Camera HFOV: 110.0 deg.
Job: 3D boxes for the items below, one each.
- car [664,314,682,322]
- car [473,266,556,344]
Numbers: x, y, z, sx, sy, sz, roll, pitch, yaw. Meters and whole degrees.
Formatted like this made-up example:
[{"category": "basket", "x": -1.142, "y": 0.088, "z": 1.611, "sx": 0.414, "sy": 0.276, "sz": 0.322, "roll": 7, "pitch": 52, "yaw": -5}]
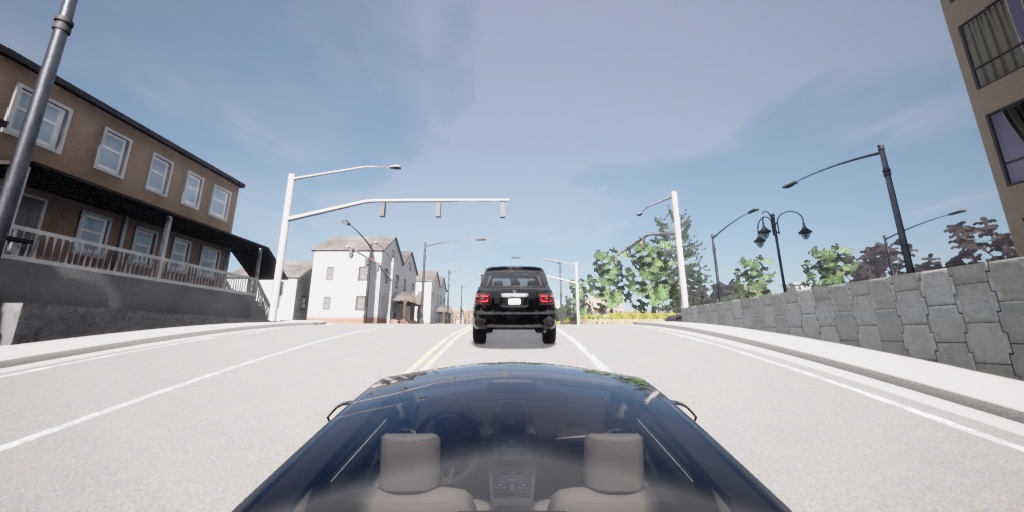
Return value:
[{"category": "car", "x": 15.875, "y": 5.449, "z": 31.703, "sx": 4.553, "sy": 1.767, "sz": 2.097, "roll": 0, "pitch": -12, "yaw": 1}, {"category": "car", "x": 0.066, "y": 1.500, "z": 11.165, "sx": 2.150, "sy": 2.045, "sz": 5.566, "roll": 0, "pitch": -7, "yaw": 0}]
